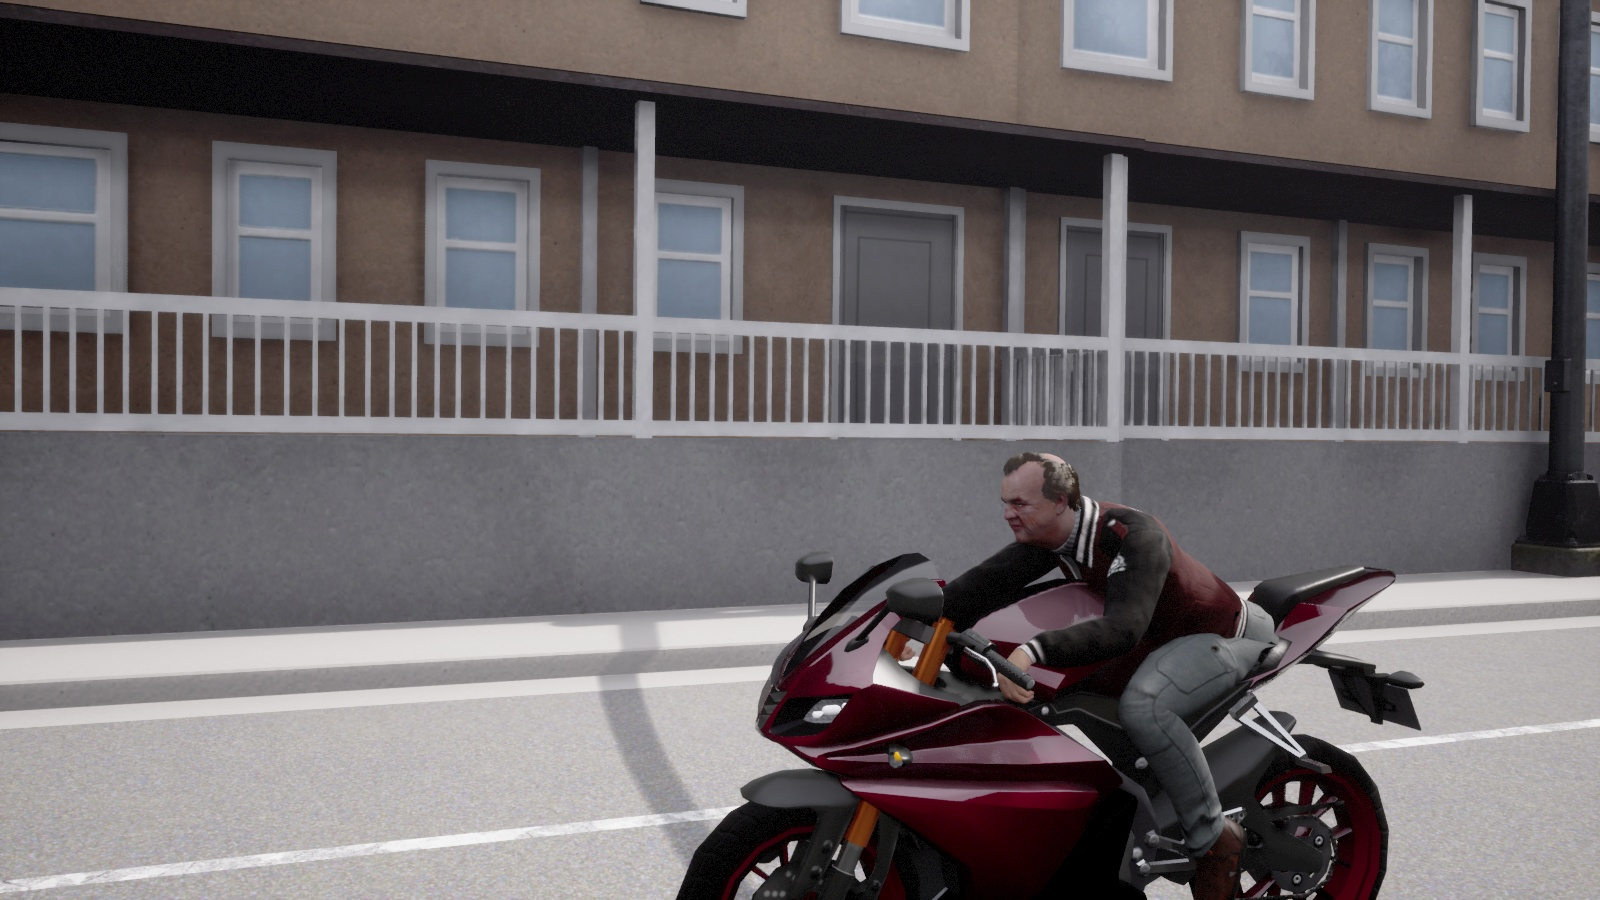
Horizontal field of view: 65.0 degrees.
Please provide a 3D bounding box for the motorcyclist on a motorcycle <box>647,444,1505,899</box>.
[{"bbox_3d":[0.755,0.768,3.489,2.191,1.530,0.866,-1,1,-19],"label":"motorcyclist on a motorcycle"}]
